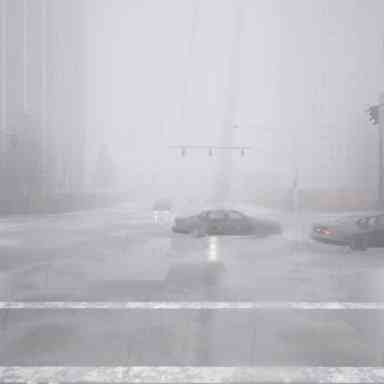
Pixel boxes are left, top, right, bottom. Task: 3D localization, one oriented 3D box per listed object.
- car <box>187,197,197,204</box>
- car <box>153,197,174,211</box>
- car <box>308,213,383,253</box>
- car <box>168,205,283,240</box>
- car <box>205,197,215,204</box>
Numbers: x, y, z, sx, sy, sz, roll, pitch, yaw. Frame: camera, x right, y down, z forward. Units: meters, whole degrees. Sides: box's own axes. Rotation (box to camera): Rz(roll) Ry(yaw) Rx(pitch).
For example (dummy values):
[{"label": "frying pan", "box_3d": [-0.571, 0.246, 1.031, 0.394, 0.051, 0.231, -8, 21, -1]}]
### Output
[{"label": "car", "box_3d": [0.019, 1.564, 64.973, 1.994, 1.385, 4.181, 0, 0, 0]}, {"label": "car", "box_3d": [-3.587, 1.564, 40.774, 1.994, 1.385, 4.181, 0, 0, 0]}, {"label": "car", "box_3d": [7.483, 1.547, 13.154, 5.357, 1.411, 2.033, 0, 0, -1]}, {"label": "car", "box_3d": [1.652, 1.547, 16.576, 5.357, 1.411, 2.033, 0, 0, -1]}, {"label": "car", "box_3d": [3.519, 1.601, 65.002, 1.895, 1.301, 4.718, 0, 0, 0]}]
